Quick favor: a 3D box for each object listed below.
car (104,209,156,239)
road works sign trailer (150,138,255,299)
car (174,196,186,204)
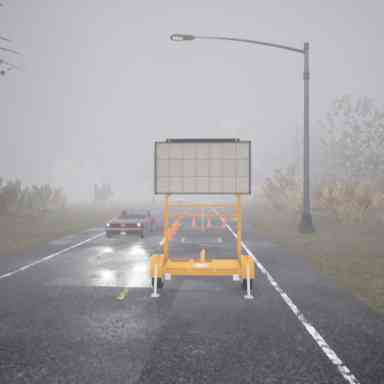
[{"bbox_3d":[-3.112,1.590,17.479,1.895,1.301,4.718,0,0,1],"label":"car"},{"bbox_3d":[0.273,0.459,8.469,2.380,3.560,2.880,0,0,3],"label":"road works sign trailer"},{"bbox_3d":[-2.188,1.434,60.977,1.882,1.535,5.008,0,0,1],"label":"car"}]
